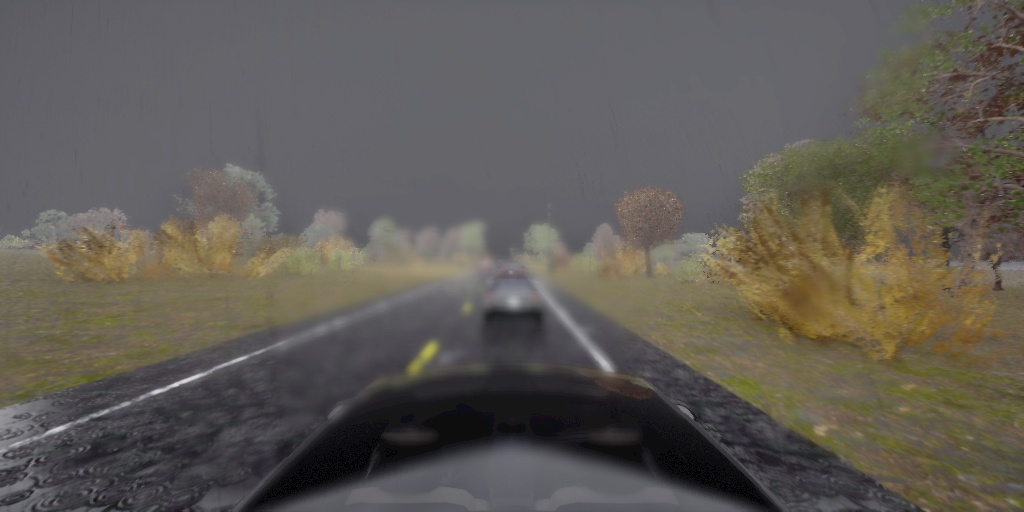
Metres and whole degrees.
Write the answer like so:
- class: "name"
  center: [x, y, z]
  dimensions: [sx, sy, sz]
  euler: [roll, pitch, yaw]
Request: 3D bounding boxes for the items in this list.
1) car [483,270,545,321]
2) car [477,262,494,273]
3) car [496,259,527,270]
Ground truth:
- class: "car"
  center: [0.068, 1.363, 12.674]
  dimensions: [1.994, 1.385, 4.181]
  euler: [0, 0, 0]
- class: "car"
  center: [-3.592, 1.506, 49.341]
  dimensions: [1.812, 1.442, 4.674]
  euler: [0, 0, 0]
- class: "car"
  center: [0.062, 1.219, 27.339]
  dimensions: [2.097, 1.767, 4.553]
  euler: [0, 0, 0]
